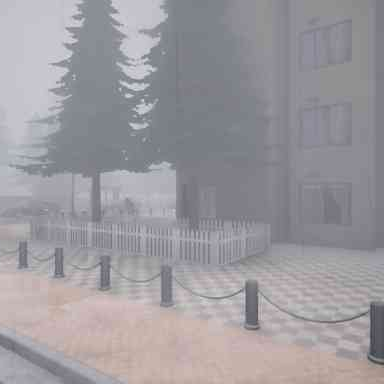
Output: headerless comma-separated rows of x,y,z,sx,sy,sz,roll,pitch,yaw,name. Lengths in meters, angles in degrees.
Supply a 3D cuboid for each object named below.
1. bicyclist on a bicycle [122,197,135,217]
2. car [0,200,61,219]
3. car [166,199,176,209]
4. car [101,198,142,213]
-5.309,1.285,27.828,1.656,1.620,0.582,0,0,37,bicyclist on a bicycle
-13.914,1.476,28.872,2.128,1.511,4.902,0,0,37,car
-1.574,1.510,45.053,1.812,1.442,4.674,0,0,37,car
-7.788,1.462,36.924,1.882,1.535,5.008,0,0,37,car
